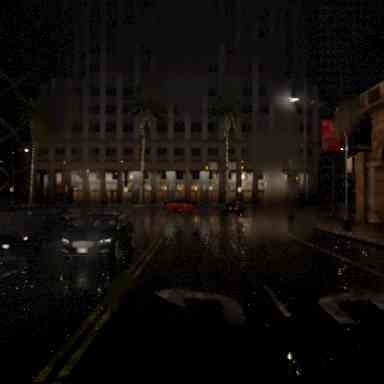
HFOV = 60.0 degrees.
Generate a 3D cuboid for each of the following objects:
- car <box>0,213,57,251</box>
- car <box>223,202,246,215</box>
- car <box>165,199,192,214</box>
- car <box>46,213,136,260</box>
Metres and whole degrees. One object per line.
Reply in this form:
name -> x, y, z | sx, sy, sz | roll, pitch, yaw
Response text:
car -> -6.908, 1.663, 15.027 | 2.033, 1.411, 5.357 | 0, 0, 0
car -> 4.926, 1.850, 38.142 | 2.033, 1.411, 5.357 | 0, 0, 18
car -> -1.712, 1.672, 40.831 | 2.097, 1.767, 4.553 | 0, 0, -23
car -> -3.426, 1.593, 12.900 | 2.128, 1.511, 4.902 | 0, -1, 1
